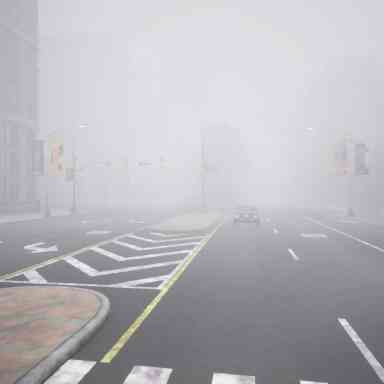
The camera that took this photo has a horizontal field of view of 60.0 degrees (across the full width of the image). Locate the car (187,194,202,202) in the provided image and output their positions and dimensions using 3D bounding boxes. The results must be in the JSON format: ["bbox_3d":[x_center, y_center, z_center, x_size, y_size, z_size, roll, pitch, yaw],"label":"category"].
[{"bbox_3d":[0.925,1.355,76.710,2.097,1.767,4.553,0,0,9],"label":"car"}]

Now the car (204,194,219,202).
[{"bbox_3d":[4.377,1.525,76.127,2.128,1.511,4.902,0,0,9],"label":"car"}]

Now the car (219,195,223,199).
[{"bbox_3d":[6.866,1.553,91.177,1.994,1.385,4.181,0,0,9],"label":"car"}]

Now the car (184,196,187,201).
[{"bbox_3d":[-0.923,1.595,85.445,1.895,1.301,4.718,0,0,9],"label":"car"}]

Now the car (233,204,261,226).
[{"bbox_3d":[3.811,1.547,23.210,2.033,1.411,5.357,0,0,10],"label":"car"}]

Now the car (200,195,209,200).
[{"bbox_3d":[3.405,1.595,91.706,1.895,1.301,4.718,0,0,9],"label":"car"}]
